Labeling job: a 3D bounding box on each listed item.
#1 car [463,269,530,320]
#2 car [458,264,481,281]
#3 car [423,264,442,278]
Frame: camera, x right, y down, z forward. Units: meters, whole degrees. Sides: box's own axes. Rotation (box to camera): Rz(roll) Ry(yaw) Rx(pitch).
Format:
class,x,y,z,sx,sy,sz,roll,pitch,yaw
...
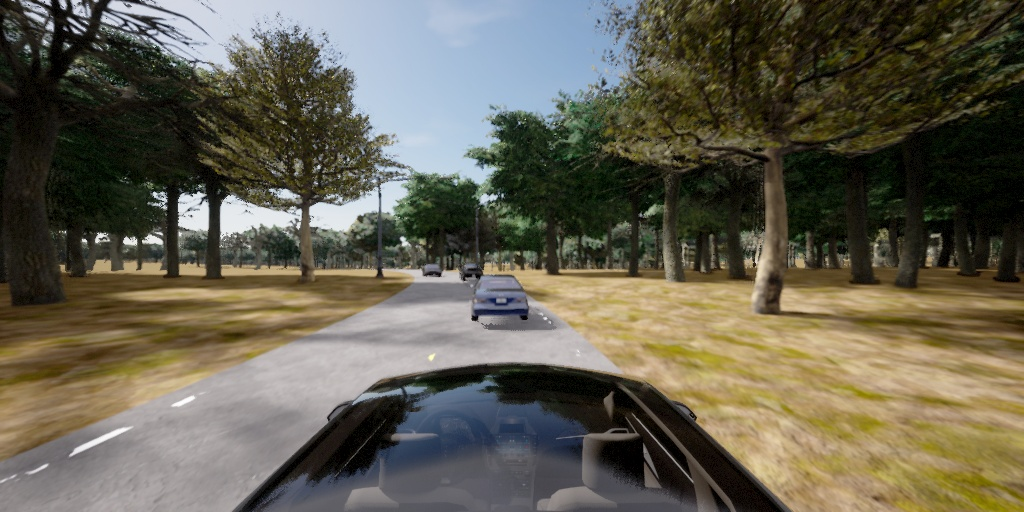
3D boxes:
class,x,y,z,sx,sy,sz,roll,pitch,yaw
car,-0.525,1.356,12.918,2.033,1.411,5.357,0,0,-5
car,-3.843,1.468,33.145,1.837,1.490,4.892,0,-1,-13
car,-8.816,1.583,39.501,2.033,1.411,5.357,0,-1,-17
